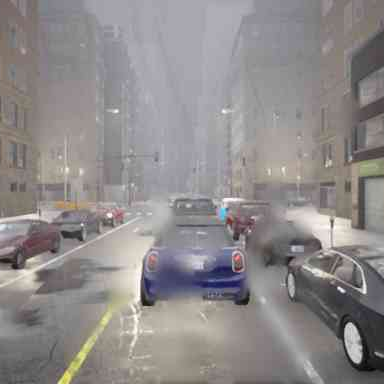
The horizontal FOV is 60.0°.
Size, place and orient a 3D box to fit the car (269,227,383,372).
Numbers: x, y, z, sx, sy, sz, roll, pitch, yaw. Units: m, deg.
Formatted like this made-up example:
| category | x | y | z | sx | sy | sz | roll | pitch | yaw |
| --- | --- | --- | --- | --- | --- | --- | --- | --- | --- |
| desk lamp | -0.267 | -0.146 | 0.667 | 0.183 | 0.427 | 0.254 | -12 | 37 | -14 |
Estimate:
| category | x | y | z | sx | sy | sz | roll | pitch | yaw |
| --- | --- | --- | --- | --- | --- | --- | --- | --- | --- |
| car | 2.843 | 1.547 | 5.463 | 2.008 | 1.369 | 4.403 | 0 | 0 | 0 |

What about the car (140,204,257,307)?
| category | x | y | z | sx | sy | sz | roll | pitch | yaw |
| --- | --- | --- | --- | --- | --- | --- | --- | --- | --- |
| car | 0.025 | 1.346 | 8.163 | 2.097 | 1.767 | 4.553 | 0 | 0 | -1 |

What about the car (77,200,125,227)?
| category | x | y | z | sx | sy | sz | roll | pitch | yaw |
| --- | --- | --- | --- | --- | --- | --- | --- | --- | --- |
| car | -5.743 | 1.424 | 21.998 | 1.967 | 1.590 | 4.097 | 0 | 0 | 0 |

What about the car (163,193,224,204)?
| category | x | y | z | sx | sy | sz | roll | pitch | yaw |
| --- | --- | --- | --- | --- | --- | --- | --- | --- | --- |
| car | 0.046 | 1.210 | 15.622 | 2.150 | 2.045 | 5.566 | 0 | 0 | 0 |

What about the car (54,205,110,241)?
| category | x | y | z | sx | sy | sz | roll | pitch | yaw |
| --- | --- | --- | --- | --- | --- | --- | --- | --- | --- |
| car | -5.723 | 1.554 | 16.473 | 1.947 | 1.339 | 4.313 | 0 | 0 | 0 |

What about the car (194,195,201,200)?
| category | x | y | z | sx | sy | sz | roll | pitch | yaw |
| --- | --- | --- | --- | --- | --- | --- | --- | --- | --- |
| car | 1.615 | 1.551 | 94.184 | 1.887 | 1.381 | 4.507 | 0 | 0 | -1 |

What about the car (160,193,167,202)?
| category | x | y | z | sx | sy | sz | roll | pitch | yaw |
| --- | --- | --- | --- | --- | --- | --- | --- | --- | --- |
| car | -6.473 | 1.423 | 77.020 | 1.967 | 1.590 | 4.097 | 0 | 0 | -1 |

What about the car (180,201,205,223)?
| category | x | y | z | sx | sy | sz | roll | pitch | yaw |
| --- | --- | --- | --- | --- | --- | --- | --- | --- | --- |
| car | 0.005 | 1.507 | 26.188 | 1.812 | 1.442 | 4.674 | 0 | 0 | -1 |

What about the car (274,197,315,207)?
| category | x | y | z | sx | sy | sz | roll | pitch | yaw |
| --- | --- | --- | --- | --- | --- | --- | --- | --- | --- |
| car | 15.011 | 1.505 | 48.886 | 5.357 | 1.411 | 2.033 | 0 | 0 | -1 |

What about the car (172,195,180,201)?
| category | x | y | z | sx | sy | sz | roll | pitch | yaw |
| --- | --- | --- | --- | --- | --- | --- | --- | --- | --- |
| car | -4.049 | 1.541 | 86.538 | 1.994 | 1.385 | 4.181 | 0 | 0 | -1 |

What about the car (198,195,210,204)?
| category | x | y | z | sx | sy | sz | roll | pitch | yaw |
| --- | --- | --- | --- | --- | --- | --- | --- | --- | --- |
| car | 2.339 | 1.419 | 65.923 | 1.967 | 1.590 | 4.097 | 0 | 0 | -1 |

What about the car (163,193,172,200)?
| category | x | y | z | sx | sy | sz | roll | pitch | yaw |
| --- | --- | --- | --- | --- | --- | --- | --- | --- | --- |
| car | -6.908 | 1.321 | 93.980 | 2.192 | 1.841 | 5.009 | 0 | 0 | -1 |

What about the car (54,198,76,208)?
| category | x | y | z | sx | sy | sz | roll | pitch | yaw |
| --- | --- | --- | --- | --- | --- | --- | --- | --- | --- |
| car | -13.356 | 1.457 | 38.676 | 5.008 | 1.535 | 1.882 | 0 | 0 | -1 |

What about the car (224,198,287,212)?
| category | x | y | z | sx | sy | sz | roll | pitch | yaw |
| --- | --- | --- | --- | --- | --- | --- | --- | --- | --- |
| car | 2.803 | 1.303 | 16.511 | 2.192 | 1.841 | 5.009 | 0 | 0 | 0 |

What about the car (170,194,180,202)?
| category | x | y | z | sx | sy | sz | roll | pitch | yaw |
| --- | --- | --- | --- | --- | --- | --- | --- | --- | --- |
| car | -3.706 | 1.337 | 73.126 | 2.097 | 1.767 | 4.553 | 0 | 0 | -1 |

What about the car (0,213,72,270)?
| category | x | y | z | sx | sy | sz | roll | pitch | yaw |
| --- | --- | --- | --- | --- | --- | --- | --- | --- | --- |
| car | -5.703 | 1.574 | 10.948 | 1.802 | 1.307 | 4.206 | 0 | 0 | 0 |

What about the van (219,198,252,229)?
| category | x | y | z | sx | sy | sz | roll | pitch | yaw |
| --- | --- | --- | --- | --- | --- | --- | --- | --- | --- |
| van | 2.783 | 1.325 | 22.034 | 1.690 | 1.788 | 3.998 | 0 | 0 | 0 |

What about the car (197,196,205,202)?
| category | x | y | z | sx | sy | sz | roll | pitch | yaw |
| --- | --- | --- | --- | --- | --- | --- | --- | --- | --- |
| car | 2.050 | 1.565 | 77.229 | 1.802 | 1.307 | 4.206 | 0 | 0 | -1 |

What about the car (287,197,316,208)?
| category | x | y | z | sx | sy | sz | roll | pitch | yaw |
| --- | --- | --- | --- | --- | --- | --- | --- | --- | --- |
| car | 14.879 | 1.448 | 45.635 | 4.902 | 1.511 | 2.128 | 0 | 0 | -1 |

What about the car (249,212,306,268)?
| category | x | y | z | sx | sy | sz | roll | pitch | yaw |
| --- | --- | --- | --- | --- | --- | --- | --- | --- | --- |
| car | 2.823 | 1.558 | 10.987 | 1.947 | 1.339 | 4.313 | 0 | 0 | 0 |

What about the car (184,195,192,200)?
| category | x | y | z | sx | sy | sz | roll | pitch | yaw |
| --- | --- | --- | --- | --- | --- | --- | --- | --- | --- |
| car | -1.165 | 1.549 | 91.155 | 1.994 | 1.385 | 4.181 | 0 | 0 | -1 |
